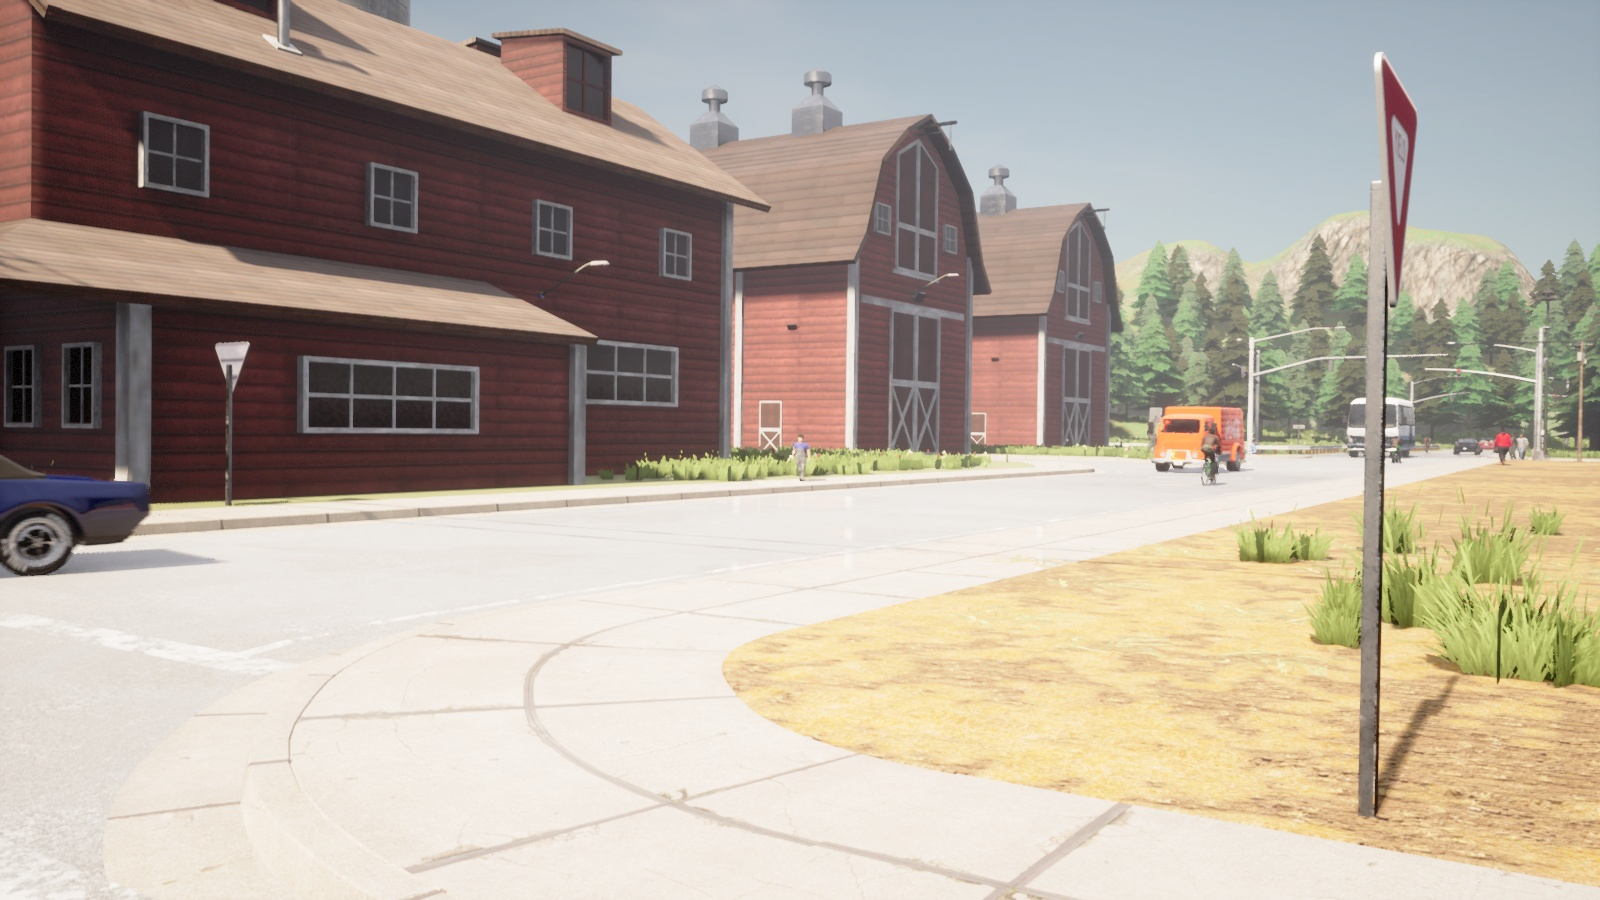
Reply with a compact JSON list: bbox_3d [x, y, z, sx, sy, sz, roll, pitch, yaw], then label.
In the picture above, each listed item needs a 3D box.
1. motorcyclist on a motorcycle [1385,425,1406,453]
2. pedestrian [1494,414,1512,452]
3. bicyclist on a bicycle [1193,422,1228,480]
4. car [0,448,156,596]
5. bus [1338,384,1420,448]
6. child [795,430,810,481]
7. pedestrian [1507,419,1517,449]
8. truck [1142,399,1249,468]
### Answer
[{"bbox_3d":[32.925,-0.628,69.445,0.797,1.523,2.044,0,2,32],"label":"motorcyclist on a motorcycle"},{"bbox_3d":[33.888,-0.814,60.511,0.634,1.844,0.899,0,1,22],"label":"pedestrian"},{"bbox_3d":[11.762,0.009,35.968,0.582,1.620,1.656,0,1,32],"label":"bicyclist on a bicycle"},{"bbox_3d":[-8.639,0.677,11.274,1.895,1.301,4.718,1,2,44],"label":"car"},{"bbox_3d":[41.118,-2.331,88.948,3.944,4.253,10.273,0,1,32],"label":"bus"},{"bbox_3d":[0.061,0.140,31.378,0.270,1.263,0.437,0,1,17],"label":"child"},{"bbox_3d":[45.697,-1.049,80.589,0.666,1.930,0.402,-1,1,-43],"label":"pedestrian"},{"bbox_3d":[15.112,-0.689,47.806,2.627,2.467,5.204,1,2,32],"label":"truck"}]
